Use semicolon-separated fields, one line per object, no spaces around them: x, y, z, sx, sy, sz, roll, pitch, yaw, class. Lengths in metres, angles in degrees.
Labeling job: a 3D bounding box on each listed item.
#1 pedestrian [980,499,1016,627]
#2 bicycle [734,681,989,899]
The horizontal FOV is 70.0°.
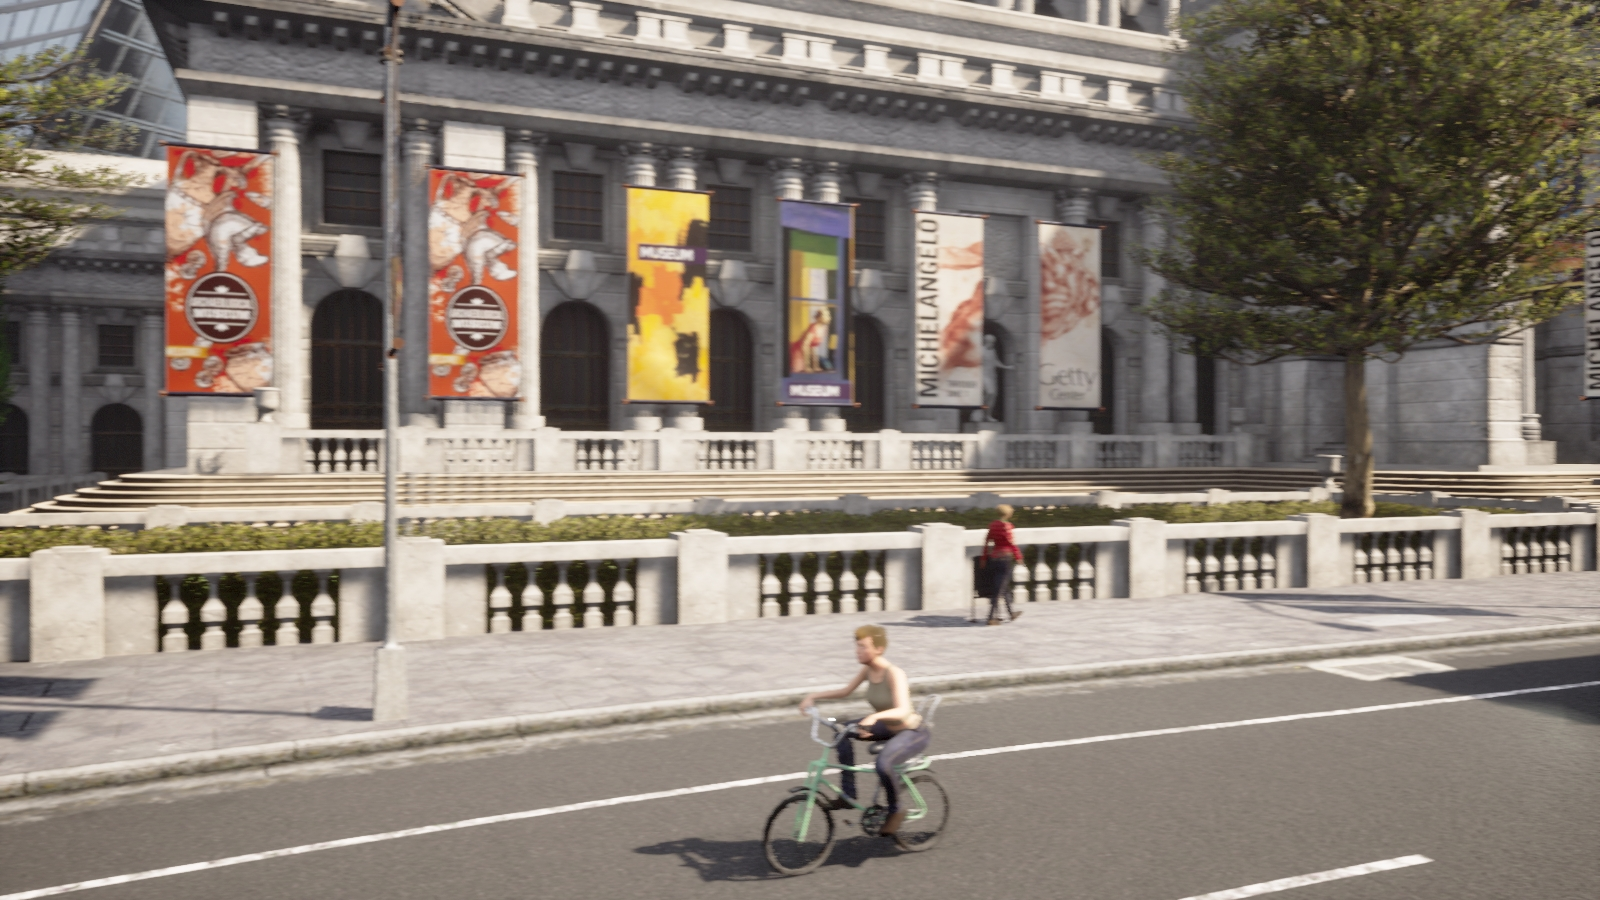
2.960;1.677;17.054;0.375;1.860;0.375;0;0;-32;pedestrian
0.413;2.247;7.711;1.487;1.080;0.859;0;0;-28;bicycle
